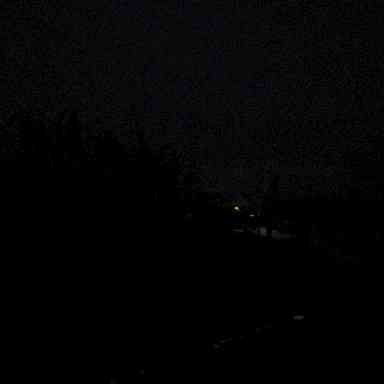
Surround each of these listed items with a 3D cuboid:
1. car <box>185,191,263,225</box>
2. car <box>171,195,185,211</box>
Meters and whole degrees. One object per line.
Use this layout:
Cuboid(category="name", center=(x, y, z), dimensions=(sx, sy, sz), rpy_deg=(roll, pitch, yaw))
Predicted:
Cuboid(category="car", center=(2.067, 0.976, 21.427), dimensions=(2.150, 2.045, 5.566), rpy_deg=(-1, 1, -32))
Cuboid(category="car", center=(-1.506, 1.031, 32.843), dimensions=(2.128, 1.511, 4.902), rpy_deg=(-1, 1, -30))
